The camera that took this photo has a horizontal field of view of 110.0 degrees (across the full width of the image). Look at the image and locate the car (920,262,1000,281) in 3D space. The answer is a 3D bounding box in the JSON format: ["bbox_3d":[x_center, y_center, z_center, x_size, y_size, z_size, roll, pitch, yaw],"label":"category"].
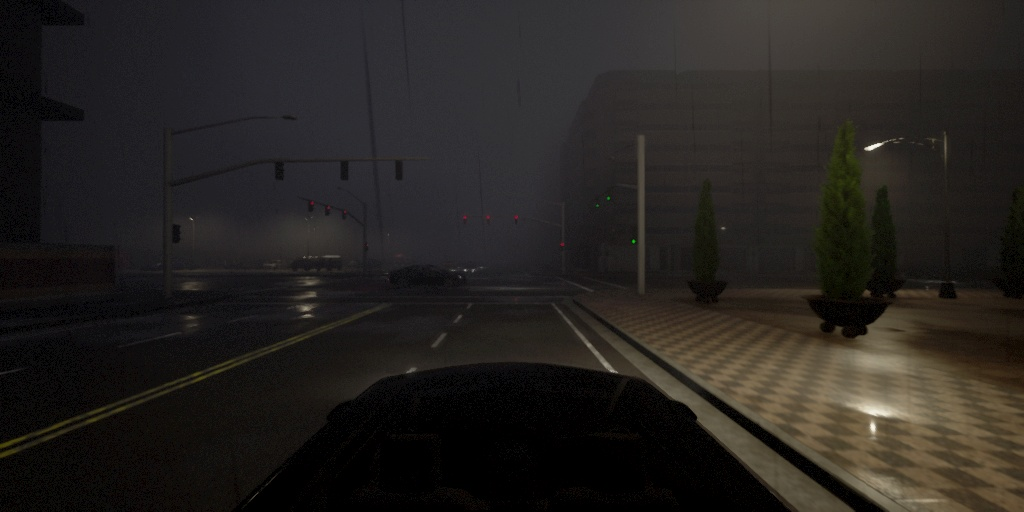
[{"bbox_3d":[37.572,1.334,29.875,4.674,1.442,1.812,0,0,1],"label":"car"}]

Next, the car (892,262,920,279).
[{"bbox_3d":[37.066,1.300,33.382,5.008,1.535,1.882,0,0,1],"label":"car"}]

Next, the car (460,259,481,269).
[{"bbox_3d":[-7.039,1.540,61.178,2.033,1.411,5.357,0,0,1],"label":"car"}]

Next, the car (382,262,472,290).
[{"bbox_3d":[-5.268,1.300,22.687,4.902,1.511,2.128,0,0,-1],"label":"car"}]

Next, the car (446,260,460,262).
[{"bbox_3d":[-10.543,1.471,61.432,1.882,1.535,5.008,0,0,0],"label":"car"}]
